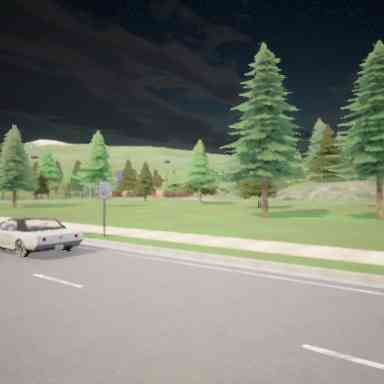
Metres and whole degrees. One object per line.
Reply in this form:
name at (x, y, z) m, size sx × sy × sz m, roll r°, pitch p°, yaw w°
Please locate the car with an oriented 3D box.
car at (-6.358, 1.606, 12.758) m, size 4.718 × 1.301 × 1.895 m, roll 0°, pitch 0°, yaw 36°
